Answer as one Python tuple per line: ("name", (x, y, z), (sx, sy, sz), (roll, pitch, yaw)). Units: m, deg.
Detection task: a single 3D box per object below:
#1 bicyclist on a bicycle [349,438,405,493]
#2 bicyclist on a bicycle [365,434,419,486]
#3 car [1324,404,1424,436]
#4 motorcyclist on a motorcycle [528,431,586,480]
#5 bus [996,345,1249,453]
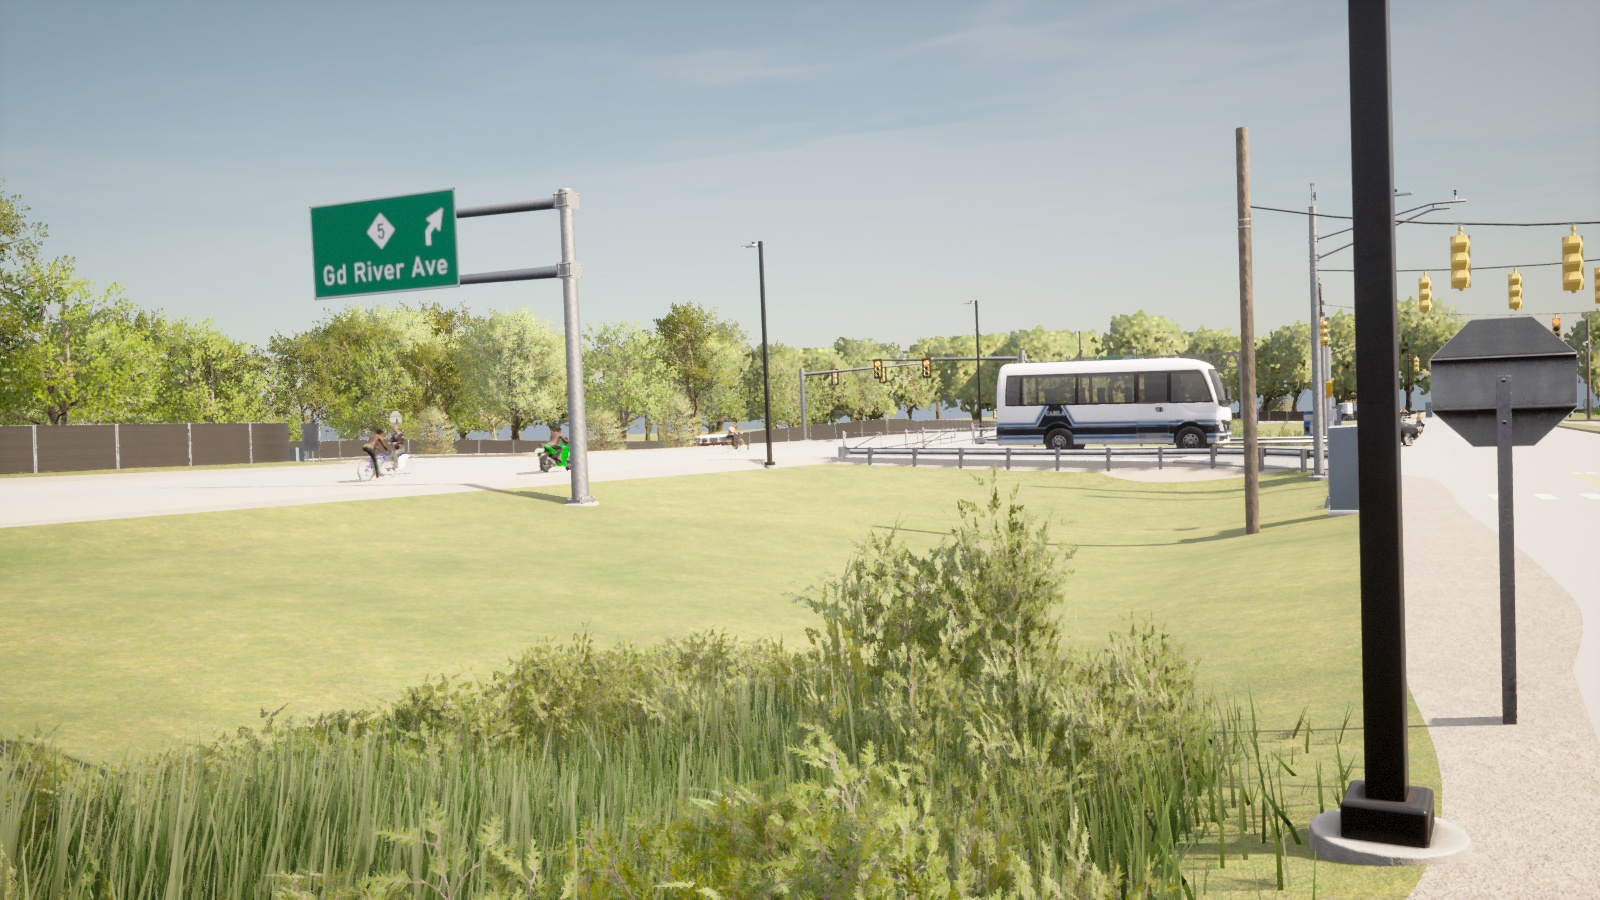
("bicyclist on a bicycle", (-13.181, 0.465, 39.153), (0.582, 1.620, 1.656), (-3, 1, 24))
("bicyclist on a bicycle", (-14.512, 0.346, 44.721), (0.659, 1.776, 1.843), (-3, 1, 24))
("car", (29.481, -1.572, 64.507), (4.902, 1.511, 2.128), (-2, 3, -28))
("motorcyclist on a motorcycle", (-8.098, 0.165, 41.913), (0.797, 1.523, 2.044), (-3, 1, 24))
("bus", (14.372, -2.192, 56.015), (10.273, 4.253, 3.944), (-2, 2, 24))
